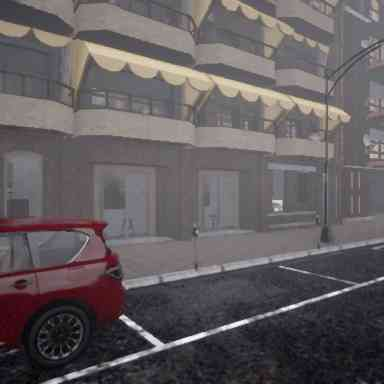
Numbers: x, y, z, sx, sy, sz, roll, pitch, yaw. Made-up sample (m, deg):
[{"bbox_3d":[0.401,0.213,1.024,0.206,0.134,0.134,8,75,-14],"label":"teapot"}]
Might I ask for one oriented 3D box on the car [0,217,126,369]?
[{"bbox_3d":[-3.305,1.312,4.201,5.009,1.841,2.192,0,0,-35],"label":"car"}]
